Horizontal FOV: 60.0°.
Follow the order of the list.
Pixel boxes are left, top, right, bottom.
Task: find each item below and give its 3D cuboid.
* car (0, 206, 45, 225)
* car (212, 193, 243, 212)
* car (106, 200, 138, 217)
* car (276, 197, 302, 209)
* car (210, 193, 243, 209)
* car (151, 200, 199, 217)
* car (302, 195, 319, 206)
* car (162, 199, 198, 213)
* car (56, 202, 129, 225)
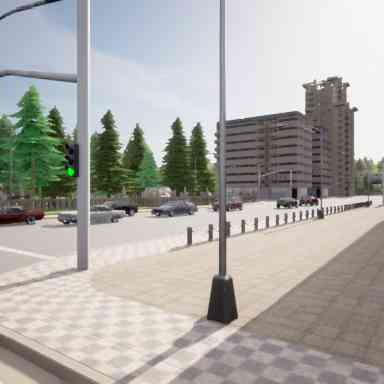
[{"bbox_3d":[-12.534,1.601,22.207,1.895,1.301,4.718,0,0,37],"label":"car"},{"bbox_3d":[4.298,1.352,39.705,2.097,1.767,4.553,0,0,36],"label":"car"},{"bbox_3d":[-7.050,1.478,29.828,1.882,1.535,5.008,0,0,36],"label":"car"},{"bbox_3d":[13.186,1.505,45.837,1.837,1.490,4.892,0,0,35],"label":"car"},{"bbox_3d":[4.946,1.221,46.600,2.150,2.045,5.566,0,0,36],"label":"car"},{"bbox_3d":[-1.508,1.547,31.569,2.033,1.411,5.357,0,0,36],"label":"car"},{"bbox_3d":[19.069,1.352,54.102,2.097,1.767,4.553,0,0,35],"label":"car"},{"bbox_3d":[-1.304,1.564,37.898,1.994,1.385,4.181,0,0,35],"label":"car"},{"bbox_3d":[-7.110,1.601,23.710,1.895,1.301,4.718,0,0,35],"label":"car"}]
